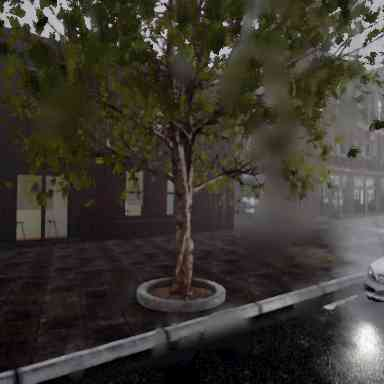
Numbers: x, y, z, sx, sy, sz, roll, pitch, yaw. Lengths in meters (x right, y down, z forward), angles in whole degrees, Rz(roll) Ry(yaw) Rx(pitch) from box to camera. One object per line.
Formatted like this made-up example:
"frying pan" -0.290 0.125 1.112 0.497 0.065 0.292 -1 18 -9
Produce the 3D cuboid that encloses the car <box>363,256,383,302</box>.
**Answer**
"car" 5.518 1.512 7.057 4.674 1.442 1.812 0 0 -36
